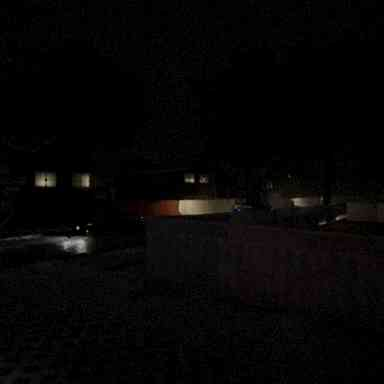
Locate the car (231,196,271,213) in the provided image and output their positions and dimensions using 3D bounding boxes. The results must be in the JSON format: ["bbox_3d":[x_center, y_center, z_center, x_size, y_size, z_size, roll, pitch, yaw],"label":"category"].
[{"bbox_3d":[6.049,1.416,33.557,2.150,2.045,5.566,0,0,35],"label":"car"}]

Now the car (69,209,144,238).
[{"bbox_3d":[-4.639,1.646,18.495,1.994,1.385,4.181,0,0,35],"label":"car"}]
